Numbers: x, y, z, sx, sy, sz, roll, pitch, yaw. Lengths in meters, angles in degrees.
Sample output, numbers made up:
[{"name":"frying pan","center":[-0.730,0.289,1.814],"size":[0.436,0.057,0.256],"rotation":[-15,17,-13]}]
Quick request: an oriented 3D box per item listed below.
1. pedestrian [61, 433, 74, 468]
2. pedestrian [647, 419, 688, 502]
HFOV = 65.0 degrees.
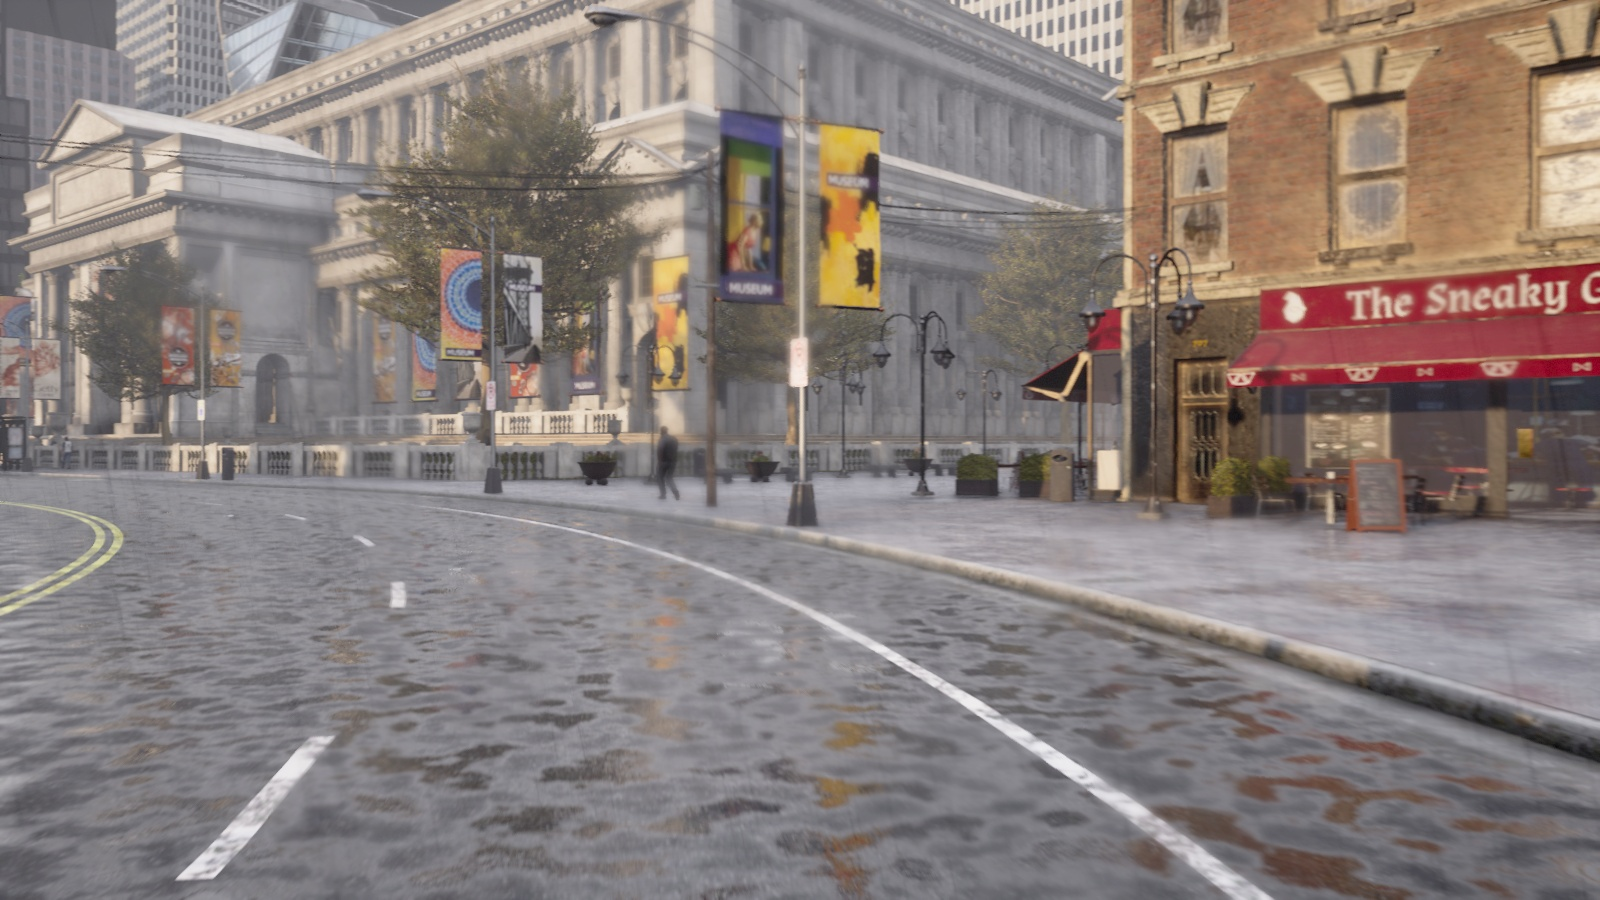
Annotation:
[{"name":"pedestrian","center":[-39.336,0.027,67.444],"size":[0.706,1.836,0.354],"rotation":[0,0,37]},{"name":"pedestrian","center":[-3.088,0.238,29.233],"size":[0.563,1.883,0.849],"rotation":[0,0,-41]}]
